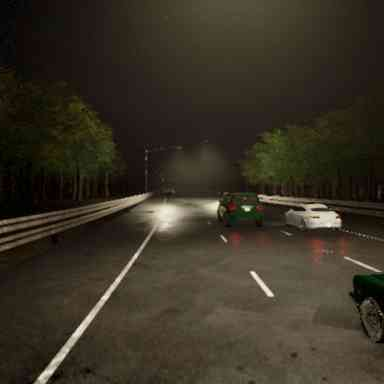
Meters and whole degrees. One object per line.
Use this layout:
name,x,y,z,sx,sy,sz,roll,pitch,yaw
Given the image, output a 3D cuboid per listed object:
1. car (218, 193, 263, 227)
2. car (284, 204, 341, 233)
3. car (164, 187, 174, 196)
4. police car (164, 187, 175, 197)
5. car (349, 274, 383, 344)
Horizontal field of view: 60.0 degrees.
car,3.032,1.073,21.682,2.150,2.045,5.566,0,0,-3
car,6.659,1.397,18.721,1.812,1.442,4.674,0,0,-2
car,-5.293,-0.086,75.906,2.150,2.045,5.566,0,0,-4
police car,-4.598,0.190,66.013,1.930,1.638,5.238,0,0,-4
car,3.555,1.580,3.392,1.895,1.301,4.718,0,0,-1
